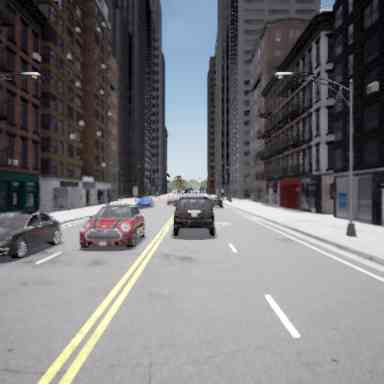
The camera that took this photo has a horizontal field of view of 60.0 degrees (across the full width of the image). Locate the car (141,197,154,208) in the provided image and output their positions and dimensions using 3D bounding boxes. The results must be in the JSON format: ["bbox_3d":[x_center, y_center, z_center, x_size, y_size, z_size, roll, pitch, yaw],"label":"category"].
[{"bbox_3d":[-6.552,1.446,47.544,1.882,1.535,5.008,0,0,0],"label":"car"}]

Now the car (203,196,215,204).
[{"bbox_3d":[3.304,1.498,65.409,2.033,1.411,5.357,0,0,0],"label":"car"}]

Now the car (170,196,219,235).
[{"bbox_3d":[0.113,1.213,18.851,2.150,2.045,5.566,0,0,0],"label":"car"}]

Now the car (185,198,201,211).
[{"bbox_3d":[0.127,1.501,40.960,1.812,1.442,4.674,0,0,0],"label":"car"}]

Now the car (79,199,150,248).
[{"bbox_3d":[-3.335,1.346,14.711,2.097,1.767,4.553,0,0,0],"label":"car"}]

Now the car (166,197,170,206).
[{"bbox_3d":[-3.257,1.563,55.379,1.895,1.301,4.718,0,0,1],"label":"car"}]

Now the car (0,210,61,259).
[{"bbox_3d":[-6.587,1.499,12.616,1.837,1.490,4.892,0,0,0],"label":"car"}]

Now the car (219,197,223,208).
[{"bbox_3d":[3.380,1.473,47.544,1.837,1.490,4.892,0,-1,0],"label":"car"}]
